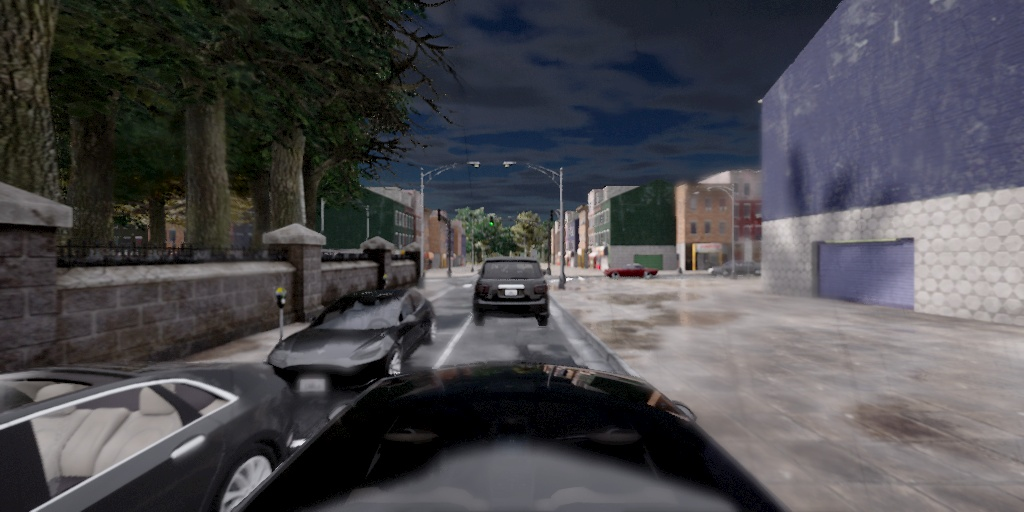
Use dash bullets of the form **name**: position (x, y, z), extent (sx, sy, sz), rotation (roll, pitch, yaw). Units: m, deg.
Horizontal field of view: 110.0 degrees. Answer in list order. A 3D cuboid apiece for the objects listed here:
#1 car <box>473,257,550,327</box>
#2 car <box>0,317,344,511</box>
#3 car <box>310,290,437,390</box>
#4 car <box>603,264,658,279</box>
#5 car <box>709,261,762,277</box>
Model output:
- **car**: position (-0.007, 1.051, 11.983), extent (2.150, 2.045, 5.566), rotation (0, 0, 0)
- **car**: position (-2.641, 1.297, 1.240), extent (2.007, 1.370, 4.403), rotation (0, 0, 0)
- **car**: position (-2.636, 1.355, 6.928), extent (1.948, 1.339, 4.313), rotation (0, 0, 0)
- **car**: position (10.982, 1.421, 33.510), extent (4.718, 1.301, 1.895), rotation (-1, 0, 0)
- **car**: position (21.020, 1.176, 33.501), extent (4.902, 1.511, 2.128), rotation (-1, 0, 0)
